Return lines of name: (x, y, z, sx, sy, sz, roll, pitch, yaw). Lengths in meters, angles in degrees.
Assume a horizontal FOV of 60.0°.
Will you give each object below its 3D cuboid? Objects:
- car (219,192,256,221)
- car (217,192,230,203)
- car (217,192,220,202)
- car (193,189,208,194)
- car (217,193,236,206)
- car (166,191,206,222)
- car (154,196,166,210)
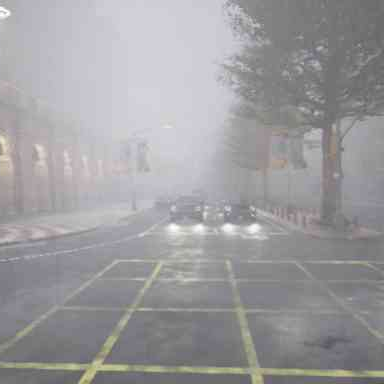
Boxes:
car: (3.210, 1.029, 23.361, 2.097, 1.767, 4.553, 0, 1, 3)
car: (4.841, 0.773, 51.959, 1.882, 1.535, 5.008, 0, 1, 3)
car: (3.738, 0.912, 32.119, 2.097, 1.767, 4.553, 0, 1, 3)
car: (0.914, 0.634, 44.190, 2.150, 2.045, 5.566, 0, 1, 3)
car: (4.295, 0.921, 41.879, 2.128, 1.511, 4.902, 0, 1, 3)
car: (-0.292, 1.043, 23.363, 2.097, 1.767, 4.553, 0, 1, 3)
car: (-2.813, 1.137, 35.426, 1.895, 1.301, 4.718, 0, 1, 3)
